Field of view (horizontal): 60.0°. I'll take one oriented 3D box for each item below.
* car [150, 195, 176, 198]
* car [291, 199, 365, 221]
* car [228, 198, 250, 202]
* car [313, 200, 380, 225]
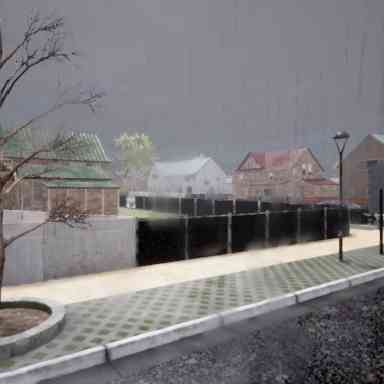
[{"bbox_3d":[-2.872,1.188,42.111,2.033,1.411,5.357,0,1,-34],"label":"car"},{"bbox_3d":[10.981,1.392,27.258,2.033,1.411,5.357,0,1,-36],"label":"car"},{"bbox_3d":[4.498,1.304,31.279,1.812,1.442,4.674,0,1,-34],"label":"car"},{"bbox_3d":[10.299,1.375,22.771,2.128,1.511,4.902,0,1,-34],"label":"car"}]
